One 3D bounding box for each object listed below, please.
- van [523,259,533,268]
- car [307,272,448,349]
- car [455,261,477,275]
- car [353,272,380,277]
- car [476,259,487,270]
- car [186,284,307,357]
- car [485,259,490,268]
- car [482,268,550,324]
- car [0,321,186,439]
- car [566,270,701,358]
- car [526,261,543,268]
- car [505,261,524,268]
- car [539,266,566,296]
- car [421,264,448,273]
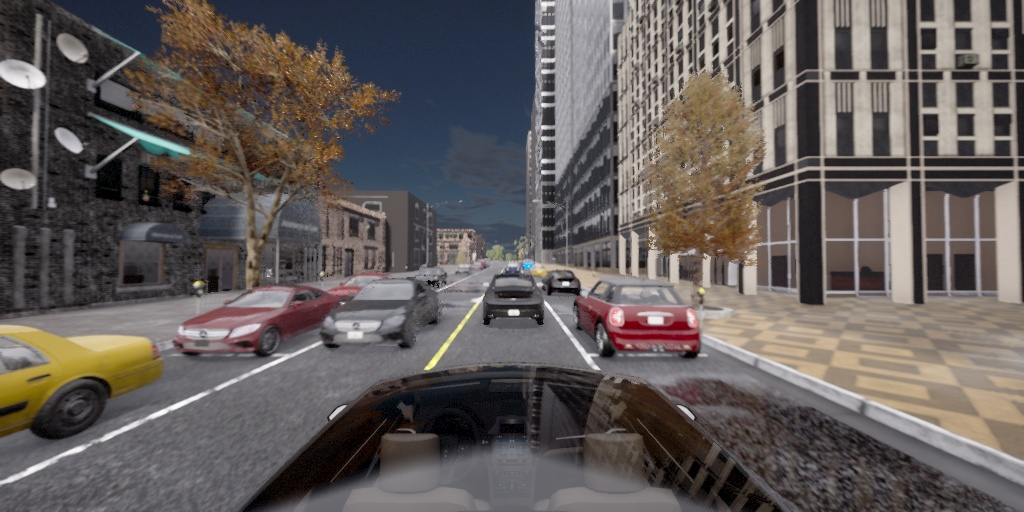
[{"bbox_3d":[2.663,1.434,59.400,1.690,1.789,3.998,0,0,0],"label":"van"},{"bbox_3d":[-3.099,1.321,9.426,1.812,1.442,4.674,0,0,0],"label":"car"},{"bbox_3d":[-5.687,1.543,42.523,2.007,1.370,4.403,0,0,0],"label":"car"},{"bbox_3d":[-5.688,1.370,14.303,1.888,1.381,4.507,0,0,0],"label":"car"},{"bbox_3d":[-5.685,1.676,59.455,1.802,1.307,4.207,0,0,0],"label":"car"},{"bbox_3d":[-5.689,1.373,8.659,1.802,1.307,4.207,0,0,0],"label":"car"},{"bbox_3d":[-5.685,1.443,65.099,2.192,1.841,5.009,0,0,0],"label":"car"},{"bbox_3d":[0.034,1.318,12.304,1.837,1.490,4.892,0,0,0],"label":"car"},{"bbox_3d":[-5.689,1.283,2.846,1.751,1.417,4.829,0,0,0],"label":"car"},{"bbox_3d":[2.659,1.231,8.604,1.967,1.591,4.097,0,0,0],"label":"car"},{"bbox_3d":[2.661,1.484,36.994,1.751,1.417,4.829,0,0,0],"label":"car"},{"bbox_3d":[0.107,1.600,43.704,1.895,1.301,4.718,0,0,0],"label":"car"},{"bbox_3d":[2.660,1.424,19.892,1.948,1.339,4.313,0,0,0],"label":"car"},{"bbox_3d":[-5.688,1.457,25.591,1.948,1.339,4.313,0,0,0],"label":"car"}]
